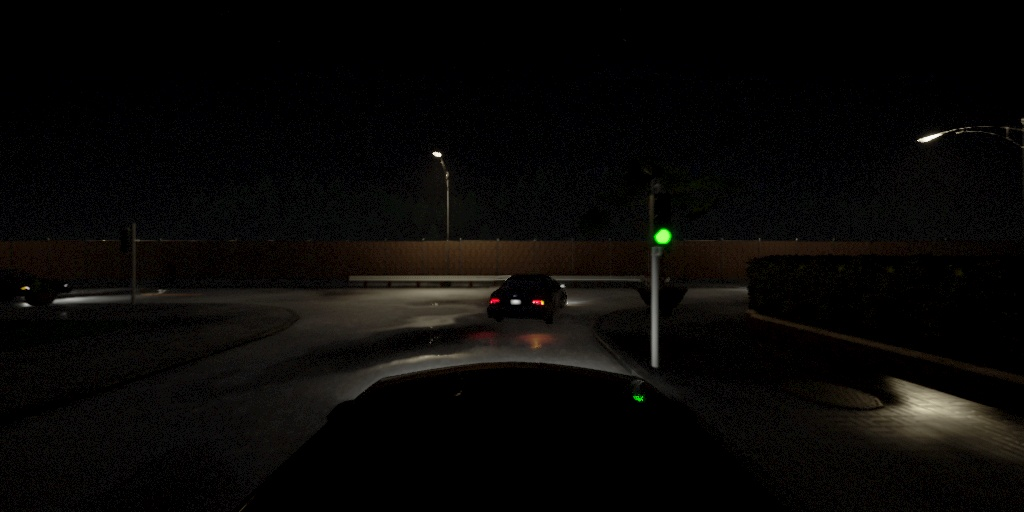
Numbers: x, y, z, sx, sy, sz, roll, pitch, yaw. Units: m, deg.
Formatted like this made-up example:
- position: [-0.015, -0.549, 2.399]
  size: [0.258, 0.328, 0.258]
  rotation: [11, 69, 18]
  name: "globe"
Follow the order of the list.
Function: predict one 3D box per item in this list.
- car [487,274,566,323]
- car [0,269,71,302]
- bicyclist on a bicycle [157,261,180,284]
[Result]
- position: [0.703, 1.318, 12.325]
  size: [2.033, 1.411, 5.357]
  rotation: [0, 0, 14]
  name: "car"
- position: [-24.106, 1.325, 16.667]
  size: [5.357, 1.411, 2.033]
  rotation: [0, 0, 0]
  name: "car"
- position: [-24.010, 1.142, 25.065]
  size: [0.582, 1.620, 1.656]
  rotation: [0, 0, 0]
  name: "bicyclist on a bicycle"
